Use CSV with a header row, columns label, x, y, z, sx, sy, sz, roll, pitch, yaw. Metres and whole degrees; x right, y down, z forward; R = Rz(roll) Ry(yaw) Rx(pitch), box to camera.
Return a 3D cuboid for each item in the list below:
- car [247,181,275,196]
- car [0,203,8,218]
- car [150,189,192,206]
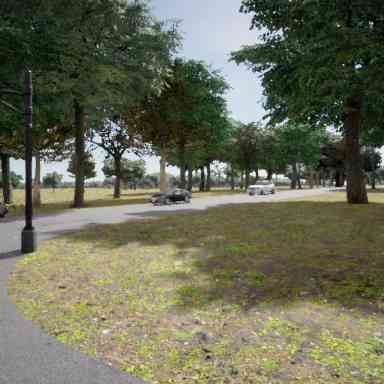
label,x,y,z,sx,sy,sz,roll,pitch,yaw
car,9.913,-0.577,47.529,2.150,2.045,5.566,-1,2,38
car,-12.773,1.135,18.130,2.128,1.511,4.902,-1,2,38
car,-1.996,0.436,32.110,2.128,1.511,4.902,-1,2,38
